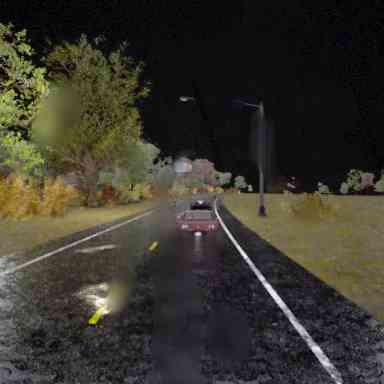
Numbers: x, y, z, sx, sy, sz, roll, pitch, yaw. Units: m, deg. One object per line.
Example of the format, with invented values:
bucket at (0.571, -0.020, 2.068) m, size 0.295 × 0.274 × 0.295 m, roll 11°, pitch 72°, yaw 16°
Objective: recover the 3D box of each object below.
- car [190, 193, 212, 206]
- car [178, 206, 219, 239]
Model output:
car at (0.976, 1.165, 35.657) m, size 2.150 × 2.045 × 5.566 m, roll 0°, pitch 0°, yaw 3°
car at (0.332, 1.601, 17.282) m, size 1.895 × 1.301 × 4.718 m, roll 0°, pitch 0°, yaw 1°
